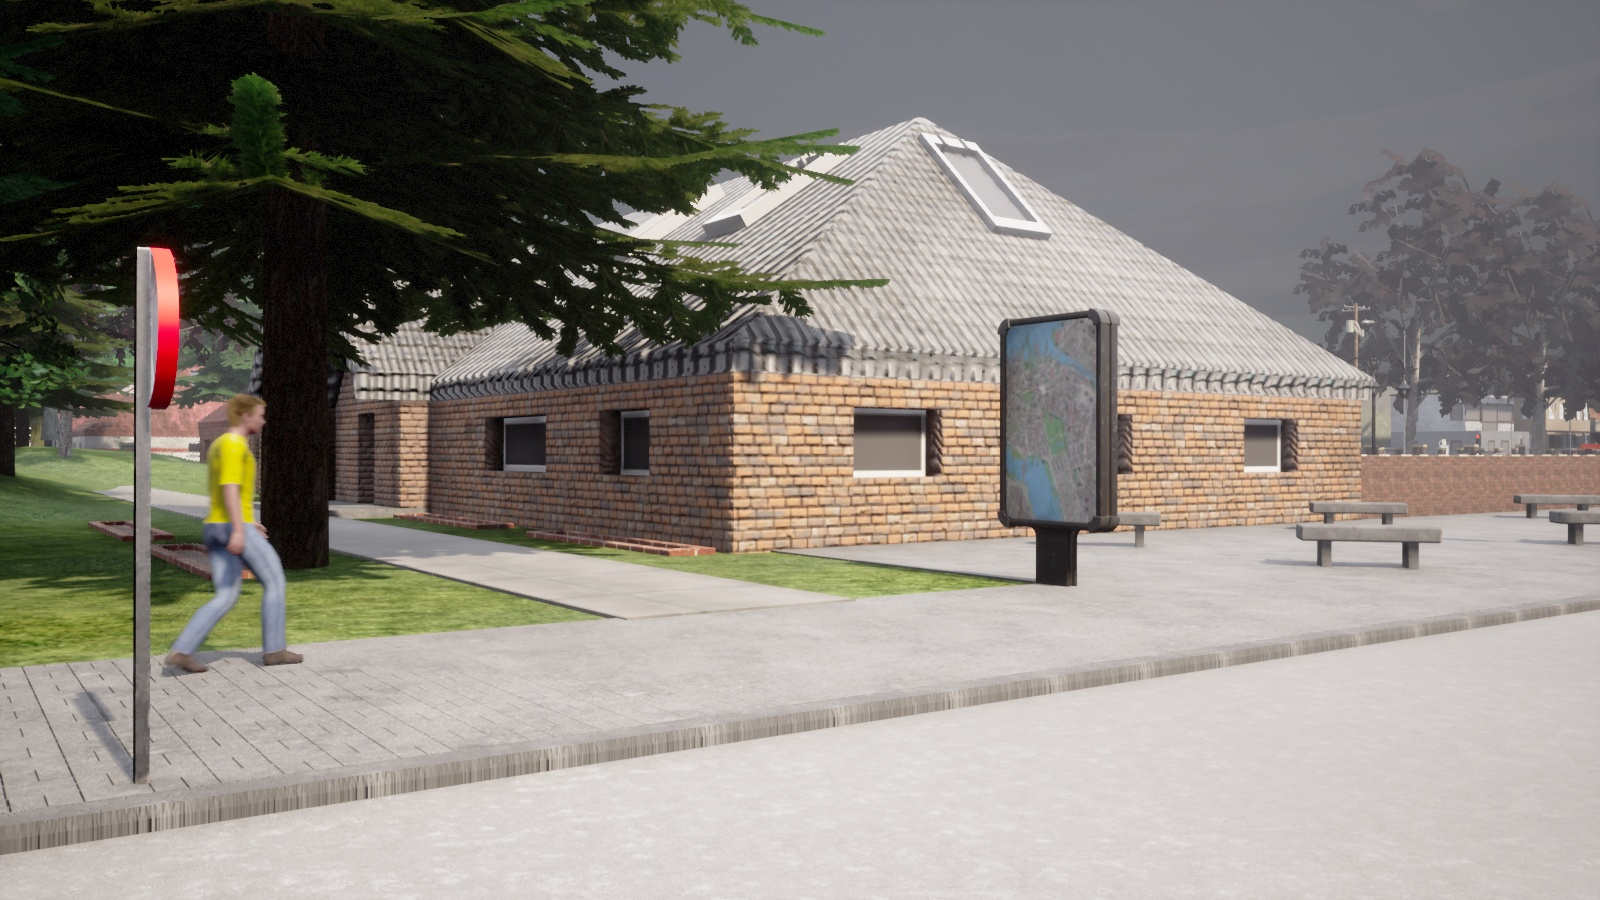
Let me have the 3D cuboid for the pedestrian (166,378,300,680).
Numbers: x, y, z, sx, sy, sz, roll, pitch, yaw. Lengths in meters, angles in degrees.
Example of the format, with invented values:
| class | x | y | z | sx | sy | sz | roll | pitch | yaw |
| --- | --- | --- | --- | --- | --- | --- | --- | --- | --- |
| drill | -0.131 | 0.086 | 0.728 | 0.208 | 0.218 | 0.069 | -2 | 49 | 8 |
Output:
| class | x | y | z | sx | sy | sz | roll | pitch | yaw |
| --- | --- | --- | --- | --- | --- | --- | --- | --- | --- |
| pedestrian | -3.616 | 0.482 | 8.020 | 0.706 | 1.836 | 0.354 | 0 | 0 | -42 |

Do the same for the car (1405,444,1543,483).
| class | x | y | z | sx | sy | sz | roll | pitch | yaw |
| --- | --- | --- | --- | --- | --- | --- | --- | --- | --- |
| car | 30.252 | 0.591 | 56.506 | 2.152 | 1.651 | 5.027 | 0 | 0 | -37 |
